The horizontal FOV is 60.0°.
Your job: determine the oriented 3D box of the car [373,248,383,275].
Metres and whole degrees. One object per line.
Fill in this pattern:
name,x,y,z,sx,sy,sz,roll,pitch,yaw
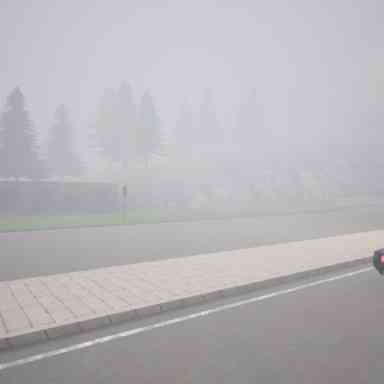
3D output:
car,6.703,1.601,8.523,4.718,1.301,1.895,0,0,-35
